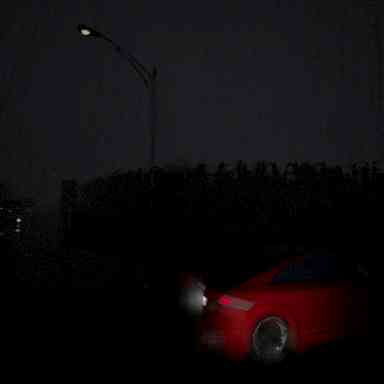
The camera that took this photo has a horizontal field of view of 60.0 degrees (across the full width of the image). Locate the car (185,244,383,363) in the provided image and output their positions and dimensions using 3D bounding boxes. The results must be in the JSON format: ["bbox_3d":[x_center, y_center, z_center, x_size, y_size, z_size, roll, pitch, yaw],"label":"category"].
[{"bbox_3d":[2.001,1.636,5.823,4.181,1.385,1.994,1,-1,-22],"label":"car"}]

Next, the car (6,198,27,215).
[{"bbox_3d":[-18.665,1.601,34.667,1.812,1.442,4.674,0,-1,-22],"label":"car"}]

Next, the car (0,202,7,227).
[{"bbox_3d":[-12.721,1.541,20.113,1.837,1.490,4.892,0,0,-22],"label":"car"}]

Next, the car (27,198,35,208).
[{"bbox_3d":[-25.154,1.609,50.763,2.128,1.511,4.902,0,0,-22],"label":"car"}]
